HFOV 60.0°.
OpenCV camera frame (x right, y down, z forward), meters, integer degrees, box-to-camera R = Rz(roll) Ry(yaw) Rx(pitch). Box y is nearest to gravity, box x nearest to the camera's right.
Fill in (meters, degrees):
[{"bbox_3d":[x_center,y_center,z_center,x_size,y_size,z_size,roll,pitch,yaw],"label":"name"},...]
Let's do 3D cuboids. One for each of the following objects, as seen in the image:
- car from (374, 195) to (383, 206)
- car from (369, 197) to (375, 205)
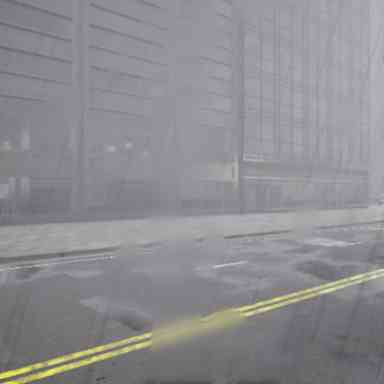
[{"bbox_3d":[32.214,1.671,53.140,1.947,1.339,4.313,0,0,-36],"label":"car"},{"bbox_3d":[28.871,1.652,57.682,1.947,1.339,4.313,0,0,-36],"label":"car"}]
